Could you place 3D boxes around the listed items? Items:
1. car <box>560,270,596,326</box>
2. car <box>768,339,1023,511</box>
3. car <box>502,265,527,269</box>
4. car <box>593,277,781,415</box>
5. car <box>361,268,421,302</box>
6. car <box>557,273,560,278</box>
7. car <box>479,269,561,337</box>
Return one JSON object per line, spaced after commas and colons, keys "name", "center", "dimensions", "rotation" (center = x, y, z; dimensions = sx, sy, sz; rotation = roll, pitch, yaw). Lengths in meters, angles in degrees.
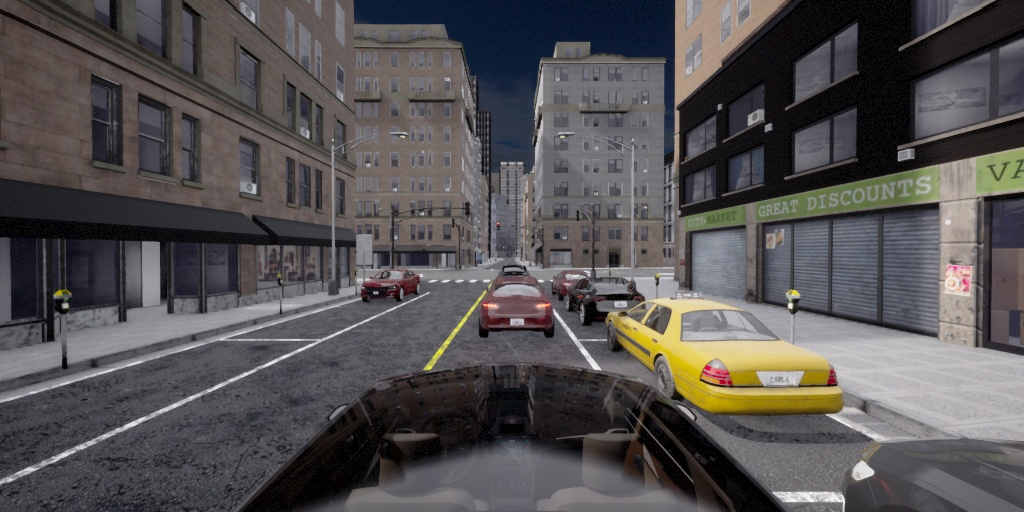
{"name": "car", "center": [2.885, 1.313, 11.563], "dimensions": [1.948, 1.339, 4.313], "rotation": [0, 0, 0]}
{"name": "car", "center": [2.872, 1.301, 0.391], "dimensions": [2.007, 1.370, 4.403], "rotation": [0, 0, 0]}
{"name": "car", "center": [0.119, 1.249, 20.407], "dimensions": [1.837, 1.490, 4.892], "rotation": [0, 0, 0]}
{"name": "car", "center": [2.879, 1.274, 6.147], "dimensions": [1.751, 1.417, 4.829], "rotation": [0, 0, 0]}
{"name": "car", "center": [-5.653, 1.290, 17.156], "dimensions": [1.888, 1.381, 4.507], "rotation": [0, 0, 0]}
{"name": "car", "center": [2.892, 1.327, 17.149], "dimensions": [1.802, 1.307, 4.207], "rotation": [0, 0, 0]}
{"name": "car", "center": [0.103, 1.273, 10.128], "dimensions": [1.812, 1.442, 4.674], "rotation": [0, 0, 0]}
